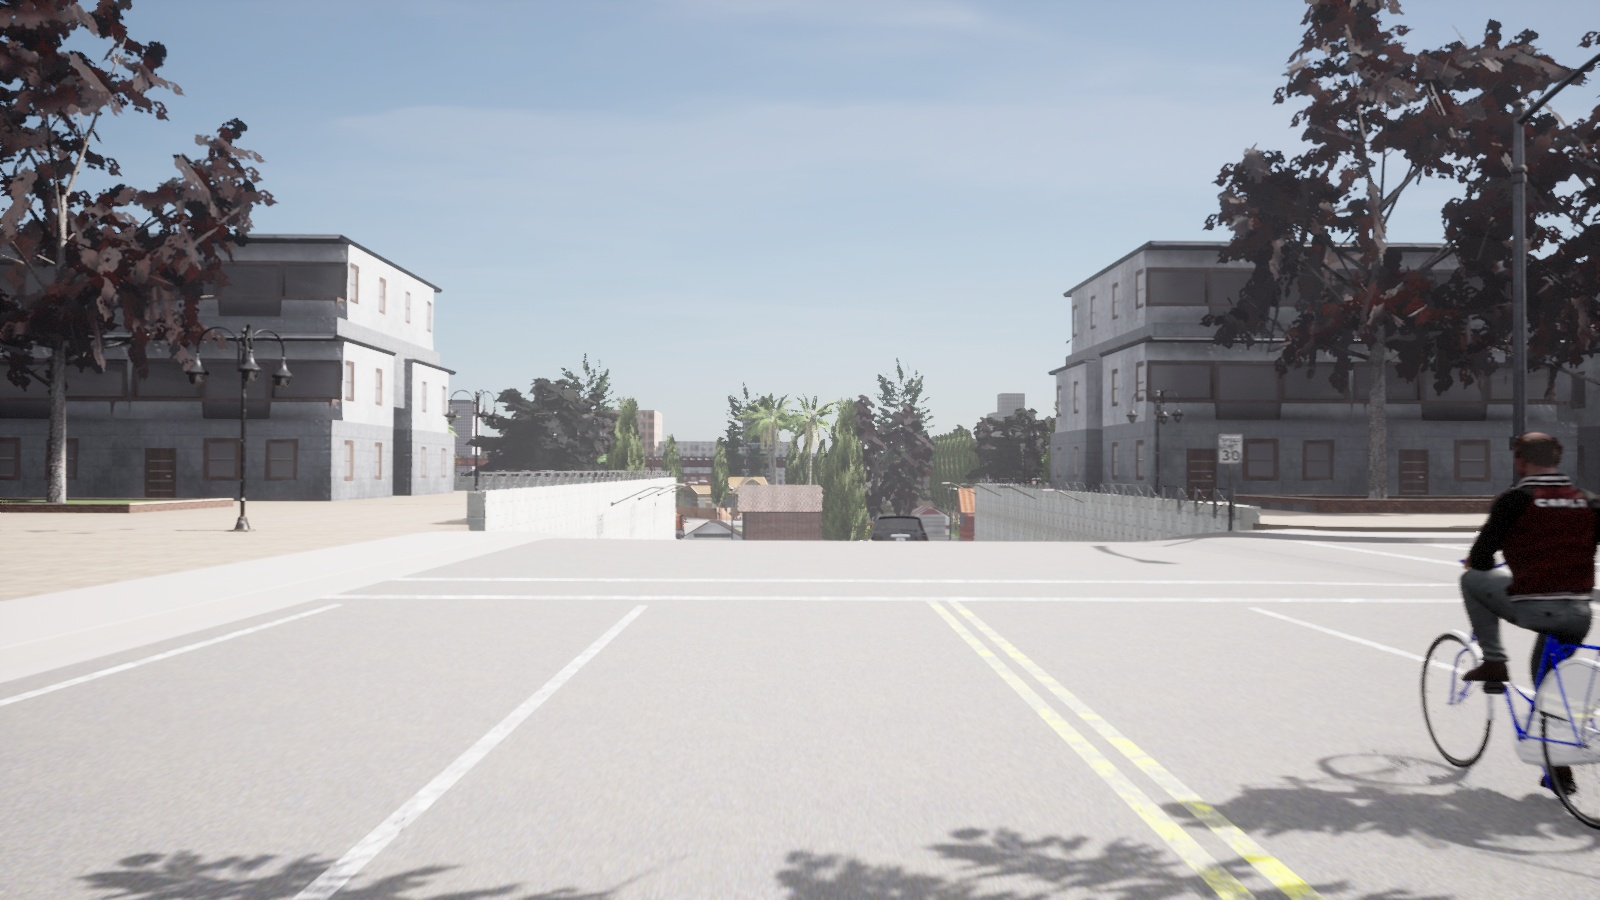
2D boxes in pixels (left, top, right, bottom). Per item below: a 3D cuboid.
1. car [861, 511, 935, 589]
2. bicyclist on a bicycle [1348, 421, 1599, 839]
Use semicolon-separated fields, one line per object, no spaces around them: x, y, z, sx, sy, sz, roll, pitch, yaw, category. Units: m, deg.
3.379;3.637;44.568;2.150;2.045;5.566;0;-12;0;car
3.480;0.776;6.273;0.659;1.776;1.843;0;-1;0;bicyclist on a bicycle
